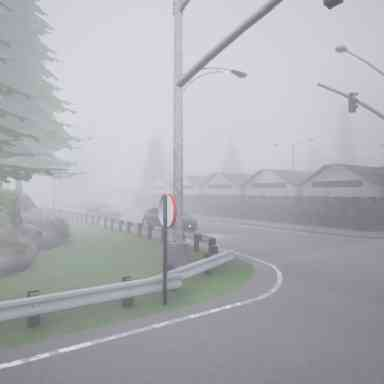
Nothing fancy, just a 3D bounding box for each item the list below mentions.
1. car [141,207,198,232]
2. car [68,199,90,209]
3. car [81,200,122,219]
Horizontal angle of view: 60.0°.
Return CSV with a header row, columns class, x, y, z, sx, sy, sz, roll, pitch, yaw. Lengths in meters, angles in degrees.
class,x,y,z,sx,sy,sz,roll,pitch,yaw
car,-1.512,1.695,20.984,1.837,1.490,4.892,0,0,-35
car,-16.283,1.723,49.747,2.033,1.411,5.357,0,0,15
car,-8.241,1.738,30.657,2.033,1.411,5.357,0,0,-34
